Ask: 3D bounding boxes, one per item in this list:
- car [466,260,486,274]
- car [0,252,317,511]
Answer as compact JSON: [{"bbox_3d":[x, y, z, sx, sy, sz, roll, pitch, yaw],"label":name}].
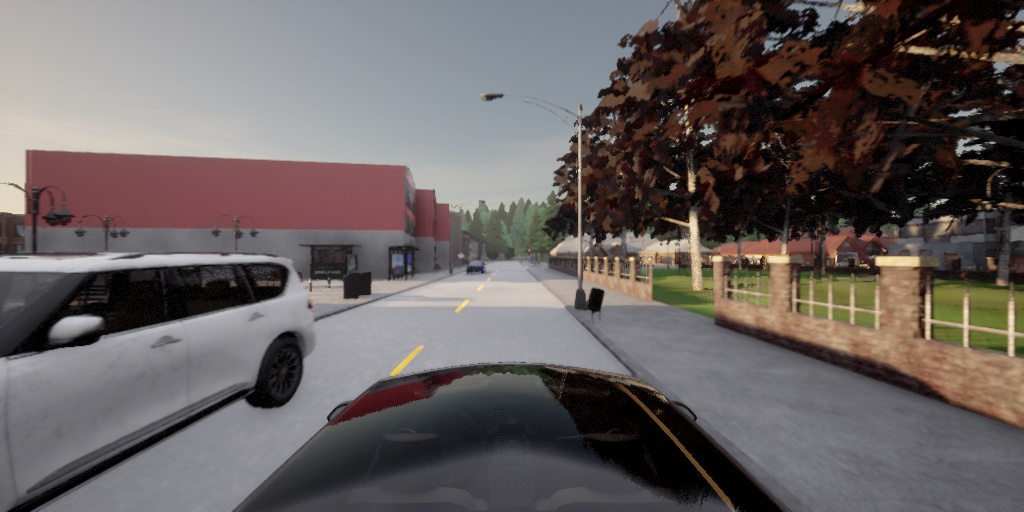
[{"bbox_3d":[-4.038,1.233,40.945,1.882,1.535,5.008,0,0,0],"label":"car"},{"bbox_3d":[-4.098,0.971,3.291,2.150,2.045,5.566,0,0,0],"label":"car"}]
